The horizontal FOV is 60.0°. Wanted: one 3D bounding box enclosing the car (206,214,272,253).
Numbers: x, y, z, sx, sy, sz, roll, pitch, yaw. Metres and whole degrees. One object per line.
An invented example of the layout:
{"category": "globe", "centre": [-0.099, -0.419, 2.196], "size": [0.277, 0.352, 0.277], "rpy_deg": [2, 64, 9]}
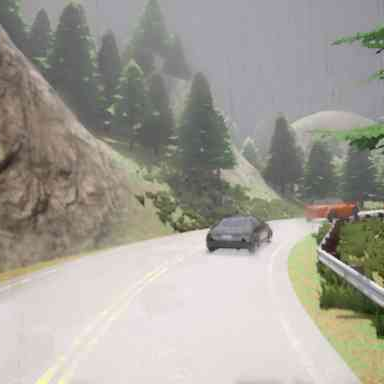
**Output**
{"category": "car", "centre": [2.096, 1.634, 14.182], "size": [1.994, 1.385, 4.181], "rpy_deg": [-2, -1, 23]}

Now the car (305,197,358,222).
{"category": "car", "centre": [10.572, 1.240, 25.092], "size": [4.553, 1.767, 2.097], "rpy_deg": [-2, -3, -37]}
